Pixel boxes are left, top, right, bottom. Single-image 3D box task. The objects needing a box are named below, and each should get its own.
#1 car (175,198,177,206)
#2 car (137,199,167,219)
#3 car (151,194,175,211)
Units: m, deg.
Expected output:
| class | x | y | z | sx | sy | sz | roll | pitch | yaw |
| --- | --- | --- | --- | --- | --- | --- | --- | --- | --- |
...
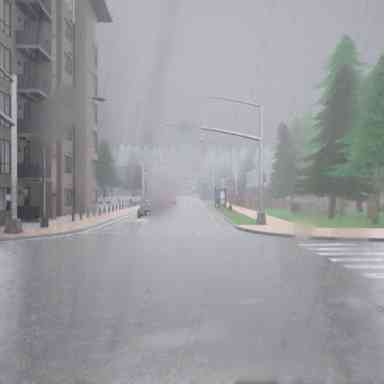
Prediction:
| class | x | y | z | sx | sy | sz | roll | pitch | yaw |
| --- | --- | --- | --- | --- | --- | --- | --- | --- | --- |
| car | -3.532 | 1.478 | 55.288 | 1.882 | 1.535 | 5.008 | 0 | 0 | 0 |
| car | -3.604 | 1.564 | 29.446 | 1.994 | 1.385 | 4.181 | 0 | 0 | 0 |
| car | -3.607 | 1.221 | 40.102 | 2.150 | 2.045 | 5.566 | 0 | 0 | 0 |
